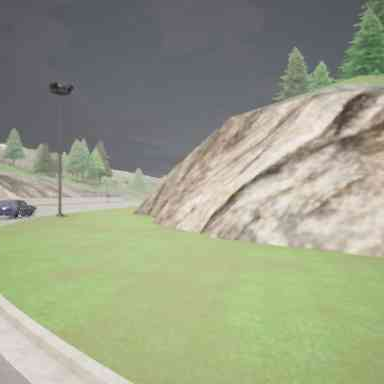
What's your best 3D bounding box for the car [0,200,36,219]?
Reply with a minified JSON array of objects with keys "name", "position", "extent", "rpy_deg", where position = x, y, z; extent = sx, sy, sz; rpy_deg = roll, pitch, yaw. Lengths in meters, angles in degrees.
[{"name":"car","position":[-16.437,1.496,31.134],"extent":[2.097,1.767,4.553],"rpy_deg":[0,0,-4]}]
